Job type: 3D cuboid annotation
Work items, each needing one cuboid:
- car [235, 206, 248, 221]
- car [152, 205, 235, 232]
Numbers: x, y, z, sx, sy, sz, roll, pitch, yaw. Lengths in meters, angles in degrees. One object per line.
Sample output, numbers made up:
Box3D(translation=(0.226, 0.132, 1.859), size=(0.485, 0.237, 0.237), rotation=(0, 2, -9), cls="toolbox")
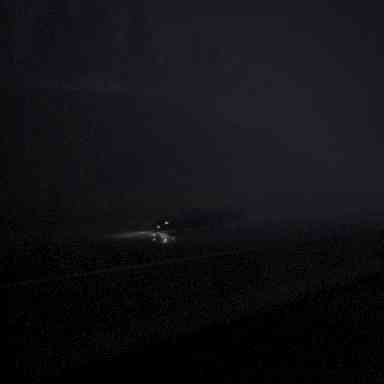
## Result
Box3D(translation=(2.811, 1.835, 28.533), size=(4.181, 1.385, 1.994), rotation=(1, -1, -38), cls="car")
Box3D(translation=(0.050, 1.754, 21.886), size=(5.357, 1.411, 2.033), rotation=(1, -1, -38), cls="car")
